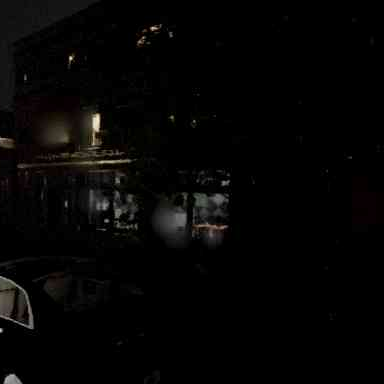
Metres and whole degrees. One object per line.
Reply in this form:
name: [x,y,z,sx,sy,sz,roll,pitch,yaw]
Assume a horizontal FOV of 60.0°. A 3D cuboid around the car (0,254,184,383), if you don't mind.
car: [-2.146,1.521,4.405,4.403,1.369,2.008,1,1,36]
